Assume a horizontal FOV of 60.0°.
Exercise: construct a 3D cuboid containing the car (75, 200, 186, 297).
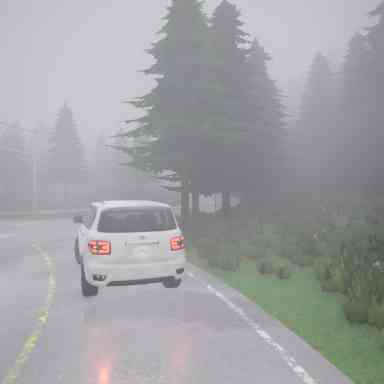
[{"bbox_3d":[-1.894,1.221,8.971,2.150,2.045,5.566,0,0,-20],"label":"car"}]
